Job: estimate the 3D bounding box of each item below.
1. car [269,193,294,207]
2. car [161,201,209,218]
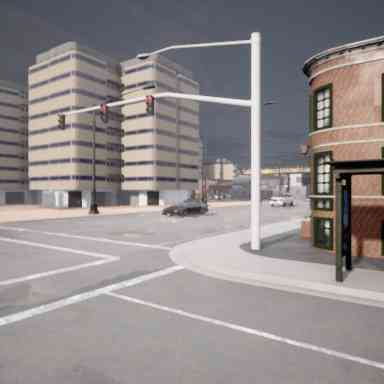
[{"bbox_3d":[13.648,1.172,50.456,2.150,2.045,5.566,0,0,35],"label":"car"},{"bbox_3d":[-0.485,1.542,30.487,2.033,1.411,5.357,0,0,35],"label":"car"}]
